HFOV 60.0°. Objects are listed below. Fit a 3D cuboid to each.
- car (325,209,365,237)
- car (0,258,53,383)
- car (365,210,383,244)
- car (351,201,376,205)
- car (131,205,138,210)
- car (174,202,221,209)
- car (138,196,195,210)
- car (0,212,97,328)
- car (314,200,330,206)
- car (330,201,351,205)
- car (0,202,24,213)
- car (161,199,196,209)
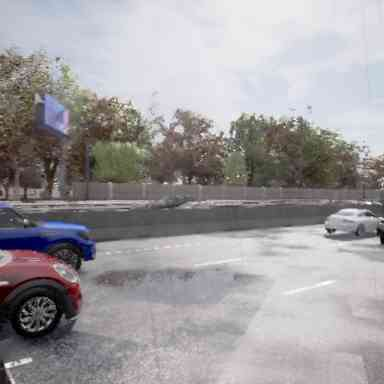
[{"bbox_3d":[9.510,1.699,19.133,4.674,1.442,1.812,1,0,-35],"label":"car"},{"bbox_3d":[-3.412,1.473,1.309,4.902,1.511,2.128,1,0,-36],"label":"car"},{"bbox_3d":[10.518,1.653,15.549,4.902,1.511,2.128,1,0,-36],"label":"car"},{"bbox_3d":[25.183,2.052,47.666,4.181,1.385,1.994,1,0,-35],"label":"car"},{"bbox_3d":[-4.091,1.648,35.462,4.902,1.511,2.128,1,0,-35],"label":"car"},{"bbox_3d":[1.045,1.709,26.231,4.181,1.385,1.994,1,0,-35],"label":"car"},{"bbox_3d":[-2.035,1.378,32.629,5.566,2.045,2.150,1,0,-36],"label":"car"},{"bbox_3d":[-4.098,1.347,5.123,4.553,1.767,2.097,1,0,-35],"label":"car"},{"bbox_3d":[21.608,2.059,53.712,4.181,1.385,1.994,1,0,-35],"label":"car"},{"bbox_3d":[23.670,2.097,50.874,4.718,1.301,1.895,1,0,-35],"label":"car"},{"bbox_3d":[-5.351,1.225,8.527,5.566,2.045,2.150,1,0,-36],"label":"car"},{"bbox_3d":[0.104,1.650,29.857,4.902,1.511,2.128,1,0,-35],"label":"car"}]
